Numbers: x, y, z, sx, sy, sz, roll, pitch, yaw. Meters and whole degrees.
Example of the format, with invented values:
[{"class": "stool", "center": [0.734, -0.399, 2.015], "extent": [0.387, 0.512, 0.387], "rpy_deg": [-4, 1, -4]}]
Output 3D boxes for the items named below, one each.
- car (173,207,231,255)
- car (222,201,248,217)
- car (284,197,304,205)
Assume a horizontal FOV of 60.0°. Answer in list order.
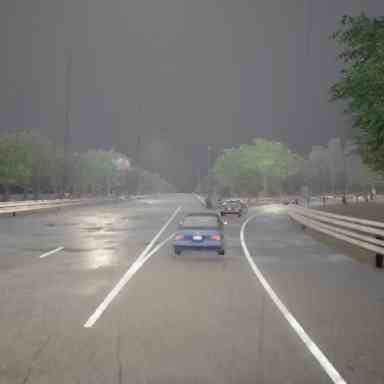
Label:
[{"class": "car", "center": [0.424, 1.554, 13.428], "extent": [2.033, 1.411, 5.357], "rpy_deg": [0, 0, 6]}, {"class": "car", "center": [4.042, 1.562, 31.283], "extent": [2.033, 1.411, 5.357], "rpy_deg": [0, 0, 18]}, {"class": "car", "center": [17.664, 1.546, 57.384], "extent": [2.033, 1.411, 5.357], "rpy_deg": [0, 0, 38]}]
